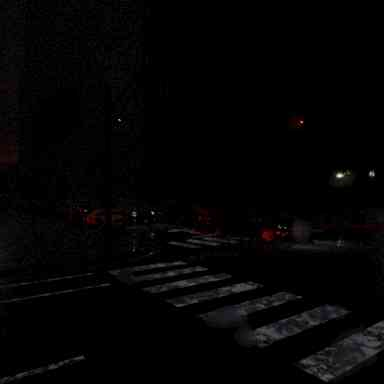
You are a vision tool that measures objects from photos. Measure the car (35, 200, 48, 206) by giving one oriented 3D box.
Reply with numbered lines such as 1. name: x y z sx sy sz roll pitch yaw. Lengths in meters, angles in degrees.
1. car: -37.762 2.711 83.411 2.008 1.369 4.403 -1 0 -35

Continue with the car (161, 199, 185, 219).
1. car: -2.366 1.669 33.601 2.192 1.841 5.009 -1 0 -35

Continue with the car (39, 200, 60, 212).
1. car: -22.151 2.092 51.507 2.097 1.767 4.553 0 -1 -35

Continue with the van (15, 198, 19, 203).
1. van: -26.190 2.123 52.399 1.690 1.788 3.998 -1 0 -35

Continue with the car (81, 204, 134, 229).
1. car: -6.279 1.844 24.381 1.752 1.417 4.829 -1 0 -35

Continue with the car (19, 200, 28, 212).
1. car: -23.358 2.157 48.416 1.967 1.590 4.097 -1 0 -35

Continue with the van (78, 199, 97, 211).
1. van: -17.074 2.038 54.352 1.690 1.788 3.998 -1 0 -35

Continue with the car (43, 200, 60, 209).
1. car: -26.886 2.388 63.522 1.837 1.490 4.892 0 -1 -35

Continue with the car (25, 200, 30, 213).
1. car: -20.526 2.196 44.434 1.887 1.381 4.507 -1 0 -35

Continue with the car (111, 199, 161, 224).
1. car: -4.744 1.675 26.843 2.097 1.767 4.553 0 -1 -35

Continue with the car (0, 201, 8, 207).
1. car: -44.407 2.771 78.045 1.802 1.307 4.206 -1 0 -35

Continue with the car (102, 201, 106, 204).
1. car: -11.191 1.876 46.051 2.192 1.841 5.009 -1 0 -35

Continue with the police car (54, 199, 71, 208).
1. police car: -25.460 2.308 65.428 1.930 1.638 5.238 0 -1 -35

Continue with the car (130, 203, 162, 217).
1. car: -5.302 2.005 37.751 1.802 1.307 4.206 -1 0 -35

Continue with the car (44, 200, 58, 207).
1. car: -31.735 2.596 74.929 1.947 1.339 4.313 -1 0 -35

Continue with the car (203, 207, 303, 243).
1. car: 3.067 1.593 16.654 1.837 1.490 4.892 -1 -2 -43

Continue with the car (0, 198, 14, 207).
1. car: -41.294 2.667 73.662 1.887 1.381 4.507 -1 0 -35

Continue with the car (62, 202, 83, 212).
1. car: -18.627 2.257 51.911 1.994 1.385 4.181 0 -1 -36

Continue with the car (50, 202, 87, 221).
1. car: -12.036 2.005 32.485 2.008 1.369 4.403 -1 0 -35

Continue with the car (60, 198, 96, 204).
1. car: -13.241 1.742 38.815 2.150 2.045 5.566 0 0 -35

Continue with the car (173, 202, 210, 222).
1. car: 0.581 1.830 29.450 1.887 1.381 4.507 -1 0 -35

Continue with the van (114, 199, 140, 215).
1. van: -8.249 1.833 41.901 1.690 1.788 3.998 -1 0 -35

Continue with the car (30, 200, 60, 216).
1. car: -17.701 1.901 40.451 2.192 1.841 5.009 -1 0 -35
